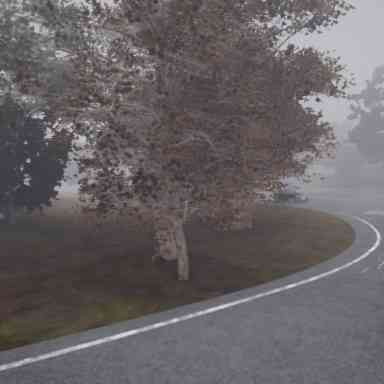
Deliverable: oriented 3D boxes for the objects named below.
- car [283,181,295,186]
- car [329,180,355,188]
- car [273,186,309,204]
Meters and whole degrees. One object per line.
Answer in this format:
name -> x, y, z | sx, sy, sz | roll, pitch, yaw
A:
car -> 16.027, -0.856, 58.113 | 5.566, 2.045, 2.150 | -5, 3, -43
car -> 28.962, -1.505, 64.324 | 4.892, 1.490, 1.837 | -3, 2, -9
car -> 10.877, 0.453, 36.765 | 2.128, 1.511, 4.902 | -4, 2, -16
